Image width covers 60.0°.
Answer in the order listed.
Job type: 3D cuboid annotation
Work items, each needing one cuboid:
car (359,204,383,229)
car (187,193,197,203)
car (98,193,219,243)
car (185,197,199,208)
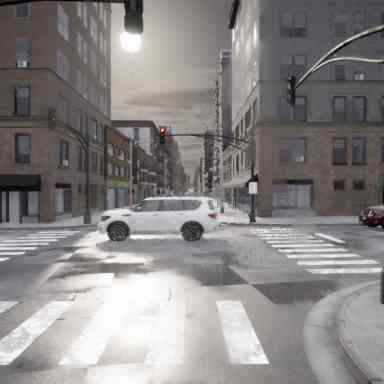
[{"bbox_3d":[12.053,1.123,18.445,5.009,1.841,2.192,-1,1,0],"label":"car"},{"bbox_3d":[-0.038,1.291,70.764,2.150,2.045,5.566,0,0,0],"label":"car"},{"bbox_3d":[-1.520,1.228,15.745,5.566,2.045,2.150,0,0,0],"label":"car"},{"bbox_3d":[0.013,1.578,51.141,2.033,1.411,5.357,0,0,0],"label":"car"}]
